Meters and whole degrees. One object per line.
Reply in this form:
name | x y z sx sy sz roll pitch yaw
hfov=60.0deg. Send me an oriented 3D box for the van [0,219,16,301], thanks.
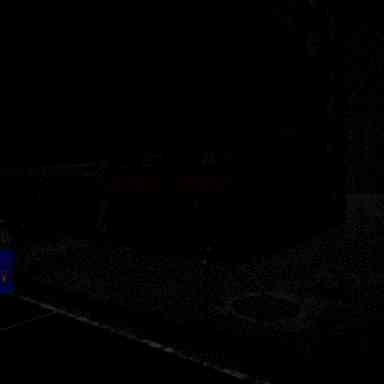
van | -5.310 1.340 6.876 3.998 1.788 1.690 0 0 36
